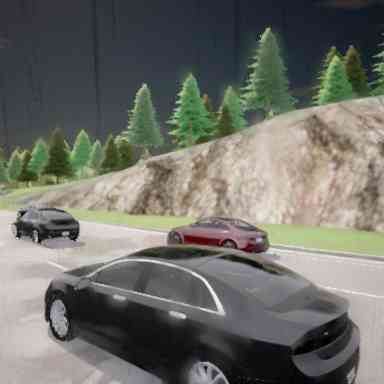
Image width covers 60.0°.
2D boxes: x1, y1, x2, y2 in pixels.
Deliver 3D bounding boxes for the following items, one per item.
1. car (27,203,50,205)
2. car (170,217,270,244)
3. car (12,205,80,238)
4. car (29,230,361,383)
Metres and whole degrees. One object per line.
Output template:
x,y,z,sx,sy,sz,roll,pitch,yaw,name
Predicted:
-12.580,1.619,26.963,2.128,1.511,4.902,1,-1,-44,car
0.926,1.656,13.067,4.181,1.385,1.994,0,0,44,car
-7.229,1.585,16.319,1.837,1.490,4.892,0,0,-44,car
-0.310,1.537,4.793,4.892,1.490,1.837,0,0,40,car
